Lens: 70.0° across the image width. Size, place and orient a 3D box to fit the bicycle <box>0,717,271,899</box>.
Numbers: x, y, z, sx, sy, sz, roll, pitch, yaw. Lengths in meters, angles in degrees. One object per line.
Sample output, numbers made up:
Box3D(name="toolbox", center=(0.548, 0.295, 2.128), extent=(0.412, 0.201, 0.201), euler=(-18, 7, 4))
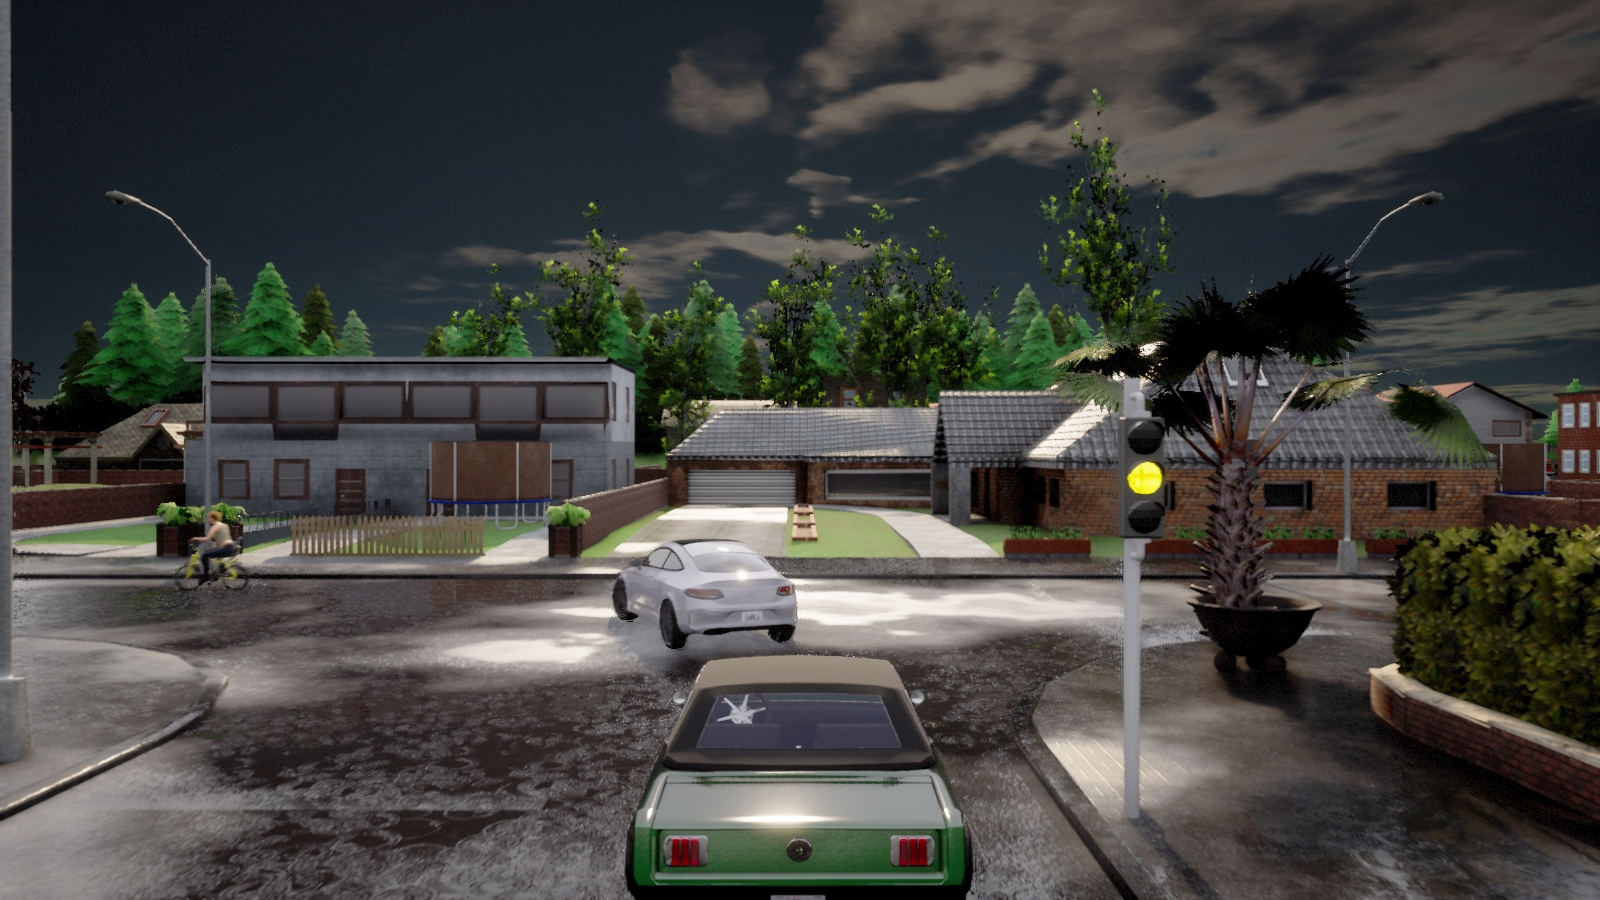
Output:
Box3D(name="bicycle", center=(-2.792, 2.059, 4.780), extent=(0.329, 1.471, 1.835), euler=(0, -1, -1))

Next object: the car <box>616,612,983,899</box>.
Box3D(name="car", center=(-0.010, 2.155, 8.255), extent=(1.895, 1.301, 4.718), euler=(0, 0, 0))

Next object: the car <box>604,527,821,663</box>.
Box3D(name="car", center=(-1.511, 2.081, 17.570), extent=(2.002, 1.442, 4.674), euler=(0, 0, -22))
